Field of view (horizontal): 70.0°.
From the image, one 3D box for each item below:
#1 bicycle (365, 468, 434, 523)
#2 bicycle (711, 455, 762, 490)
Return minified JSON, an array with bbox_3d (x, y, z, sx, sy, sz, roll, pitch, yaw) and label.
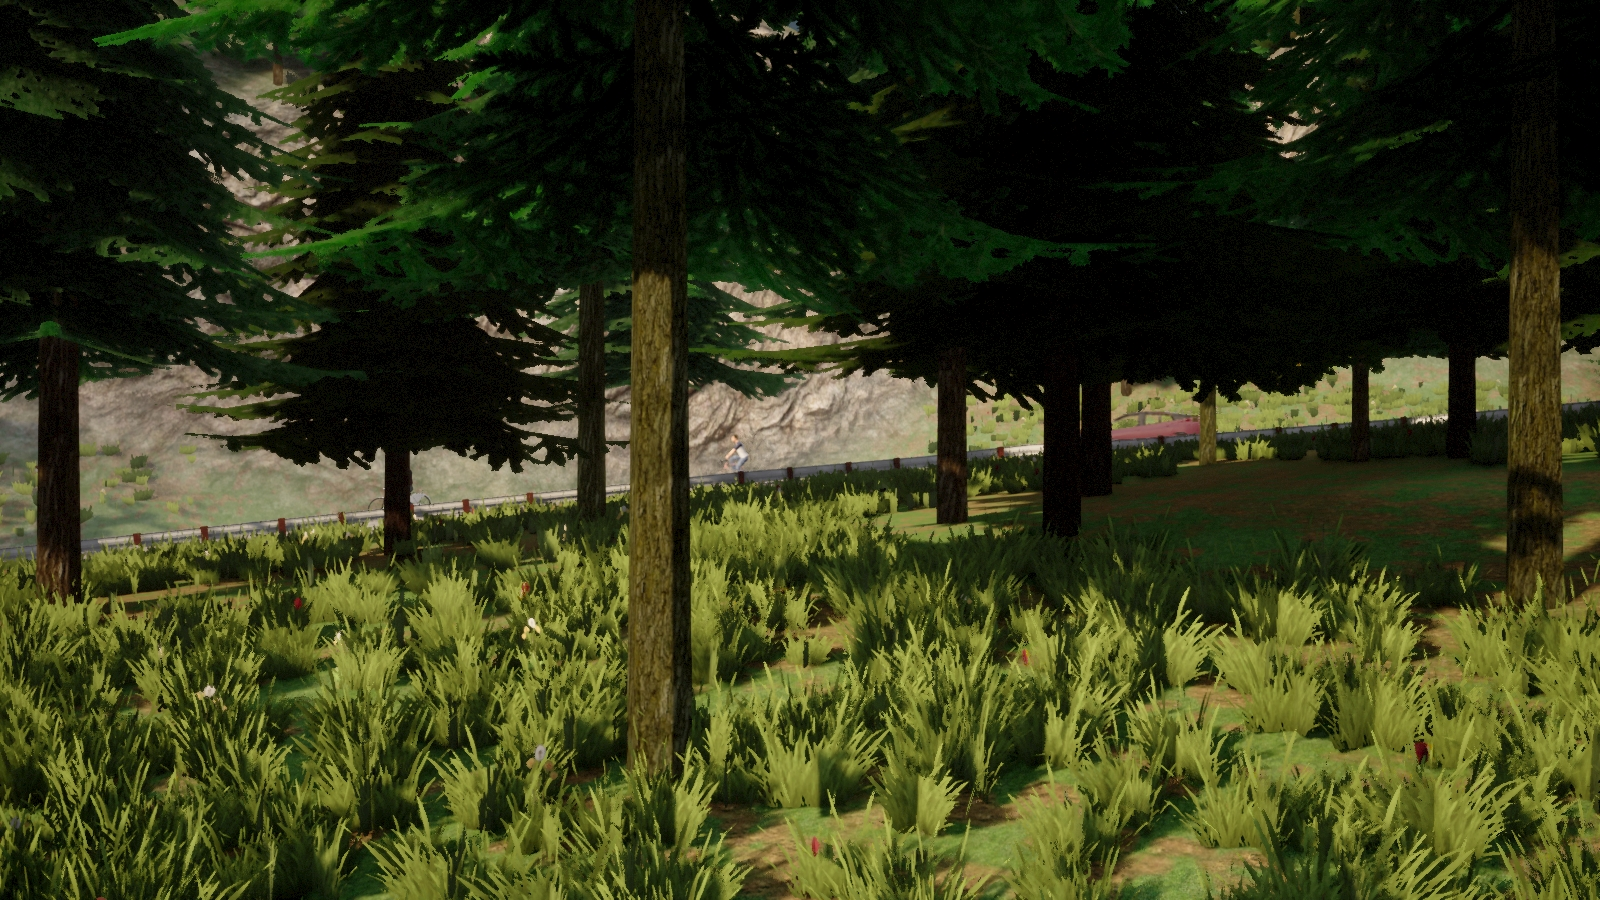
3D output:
[{"bbox_3d":[-12.075,1.355,34.490,1.835,1.471,0.329,-5,2,-29],"label":"bicycle"},{"bbox_3d":[-2.160,0.766,38.869,1.643,1.024,0.373,-5,1,-11],"label":"bicycle"}]
